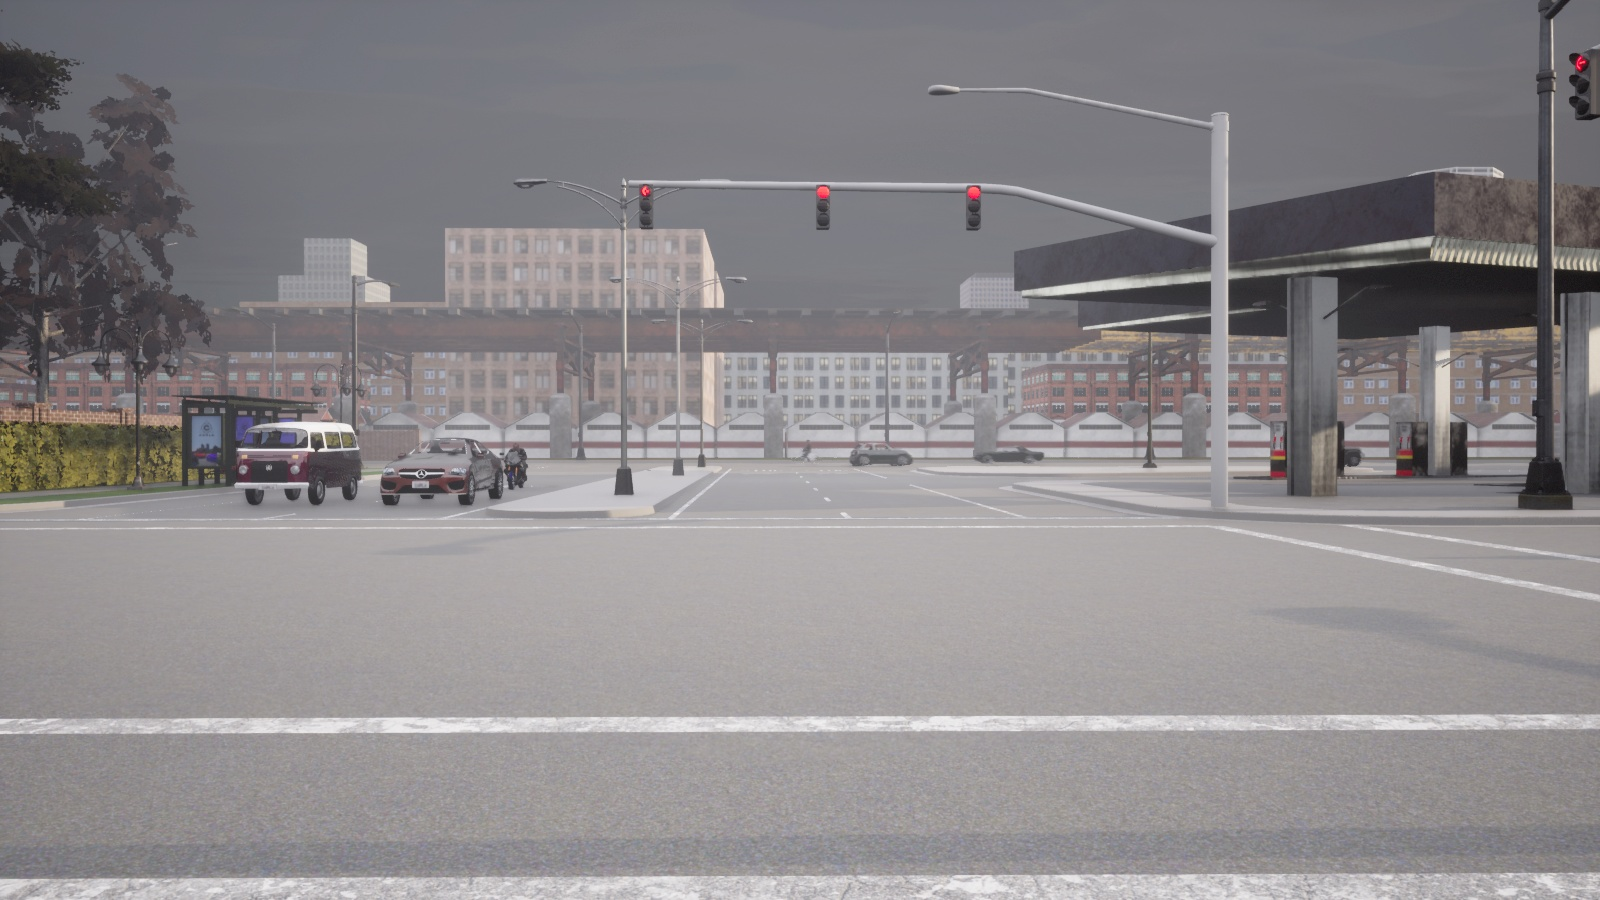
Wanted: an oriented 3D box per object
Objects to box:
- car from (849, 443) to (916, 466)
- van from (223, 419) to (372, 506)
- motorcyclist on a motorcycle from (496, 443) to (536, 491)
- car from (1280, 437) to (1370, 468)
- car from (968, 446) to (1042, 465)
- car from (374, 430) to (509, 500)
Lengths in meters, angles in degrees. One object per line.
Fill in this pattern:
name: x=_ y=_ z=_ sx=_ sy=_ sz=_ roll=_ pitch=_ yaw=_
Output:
car: x=5.165 y=0.272 z=78.710 sx=3.806 sy=1.475 sz=1.970 roll=0 pitch=0 yaw=-12
van: x=-12.501 y=0.282 z=31.579 sx=2.069 sy=2.038 sz=4.480 roll=0 pitch=0 yaw=-2
motorcyclist on a motorcycle: x=-9.259 y=0.543 z=41.008 sx=0.866 sy=1.530 sz=2.191 roll=0 pitch=0 yaw=-2
car: x=31.759 y=0.160 z=76.051 sx=4.605 sy=1.855 sz=1.932 roll=0 pitch=0 yaw=-1
car: x=14.033 y=0.372 z=86.108 sx=4.718 sy=1.301 sz=1.895 roll=0 pitch=0 yaw=-1
car: x=-9.015 y=0.337 z=32.078 sx=2.152 sy=1.651 sz=5.027 roll=0 pitch=0 yaw=-2
